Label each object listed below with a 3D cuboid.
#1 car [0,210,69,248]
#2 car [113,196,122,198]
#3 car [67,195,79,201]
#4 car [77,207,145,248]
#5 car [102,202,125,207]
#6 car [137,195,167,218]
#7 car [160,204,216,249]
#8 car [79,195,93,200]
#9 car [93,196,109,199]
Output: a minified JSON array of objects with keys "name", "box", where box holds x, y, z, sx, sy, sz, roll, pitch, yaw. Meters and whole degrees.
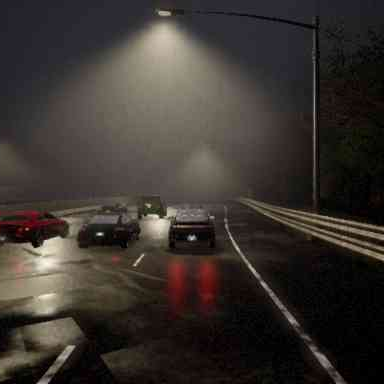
[{"name":"car","box":[-7.000,1.533,14.651,1.812,1.442,4.674,0,0,0]},{"name":"car","box":[-17.500,1.584,78.868,2.128,1.511,4.902,0,0,0]},{"name":"car","box":[-28.000,1.414,78.899,2.097,1.767,4.553,0,0,0]},{"name":"car","box":[-3.500,1.572,14.651,1.994,1.385,4.181,0,0,0]},{"name":"car","box":[-7.000,1.581,29.651,1.994,1.385,4.181,0,0,0]},{"name":"car","box":[-3.500,1.267,29.682,2.150,2.045,5.566,0,0,0]},{"name":"car","box":[0.000,1.495,14.651,2.128,1.511,4.902,0,0,0]},{"name":"car","box":[-24.500,1.558,78.868,1.837,1.490,4.892,0,0,0]},{"name":"car","box":[-21.000,1.598,78.868,2.033,1.411,5.357,0,0,0]}]
